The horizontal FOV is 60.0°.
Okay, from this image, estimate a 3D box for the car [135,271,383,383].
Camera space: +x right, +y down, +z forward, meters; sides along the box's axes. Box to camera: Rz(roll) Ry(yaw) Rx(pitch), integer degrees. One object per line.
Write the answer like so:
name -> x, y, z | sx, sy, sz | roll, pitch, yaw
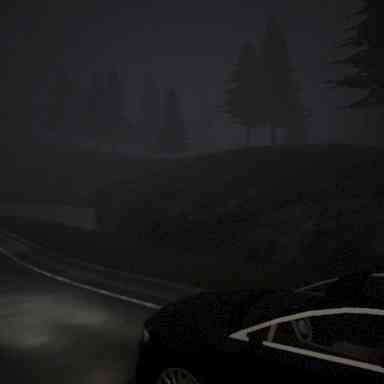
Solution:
car -> 1.627, 1.497, 2.875 | 4.902, 1.511, 2.128 | 0, 0, 36
